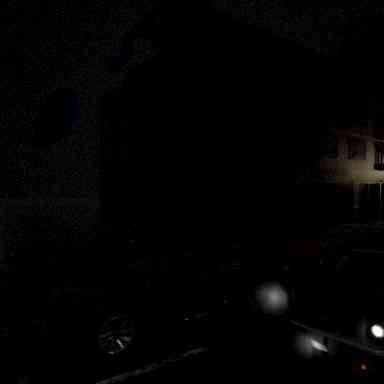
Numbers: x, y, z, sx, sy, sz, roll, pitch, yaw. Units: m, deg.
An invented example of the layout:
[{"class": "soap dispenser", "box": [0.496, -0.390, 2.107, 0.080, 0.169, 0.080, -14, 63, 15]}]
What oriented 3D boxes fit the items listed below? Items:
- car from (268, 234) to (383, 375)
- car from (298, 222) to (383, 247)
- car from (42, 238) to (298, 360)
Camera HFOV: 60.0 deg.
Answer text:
[{"class": "car", "box": [3.357, 1.603, 5.458, 4.718, 1.301, 1.895, 0, 0, -35]}, {"class": "car", "box": [4.081, 1.548, 9.131, 4.507, 1.381, 1.887, 0, 0, -36]}, {"class": "car", "box": [-0.317, 1.567, 5.987, 4.313, 1.339, 1.947, 0, 0, -36]}]
